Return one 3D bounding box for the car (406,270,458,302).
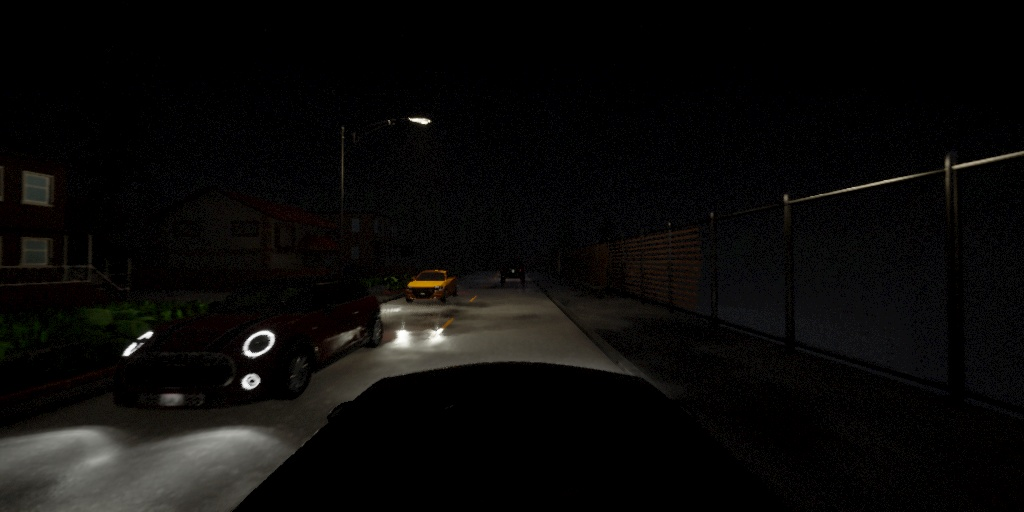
[{"bbox_3d":[-4.071,1.474,18.850,1.882,1.535,5.008,0,0,0],"label":"car"}]

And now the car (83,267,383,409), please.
[{"bbox_3d":[-4.095,1.173,6.568,2.097,1.767,4.553,0,-1,0],"label":"car"}]

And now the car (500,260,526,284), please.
[{"bbox_3d":[0.087,1.421,33.041,2.150,2.045,5.566,0,-1,0],"label":"car"}]
